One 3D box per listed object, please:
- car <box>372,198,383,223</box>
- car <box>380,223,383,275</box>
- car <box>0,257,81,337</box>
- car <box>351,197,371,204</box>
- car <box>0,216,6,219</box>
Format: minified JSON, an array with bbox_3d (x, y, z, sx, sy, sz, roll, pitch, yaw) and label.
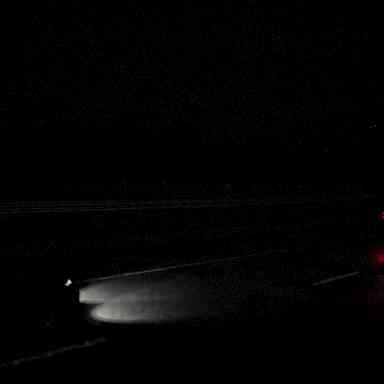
[{"bbox_3d":[11.194,1.204,15.845,5.566,2.045,2.150,0,0,-35],"label":"car"},{"bbox_3d":[6.998,1.551,8.669,5.357,1.411,2.033,0,0,-35],"label":"car"},{"bbox_3d":[-3.963,1.558,5.204,4.181,1.385,1.994,0,0,-36],"label":"car"},{"bbox_3d":[23.652,1.317,45.527,4.181,1.385,1.994,-1,0,-33],"label":"car"},{"bbox_3d":[-10.449,1.462,13.729,5.008,1.535,1.882,0,0,-35],"label":"car"}]
